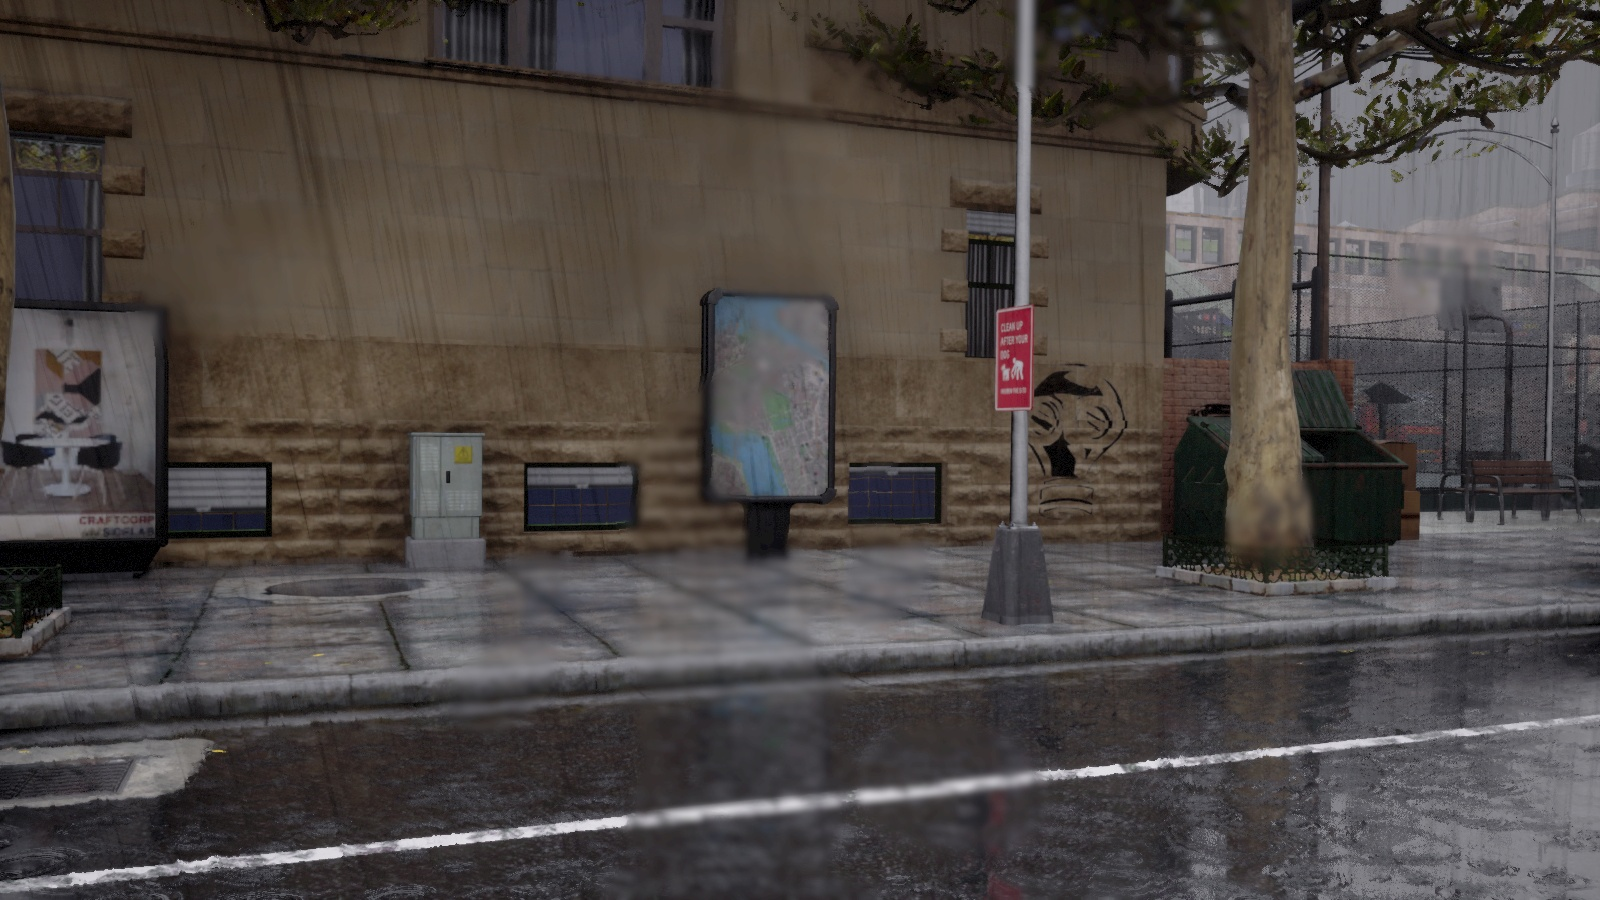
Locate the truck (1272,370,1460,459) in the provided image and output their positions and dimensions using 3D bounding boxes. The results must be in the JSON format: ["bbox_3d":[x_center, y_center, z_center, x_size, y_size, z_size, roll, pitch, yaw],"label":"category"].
[{"bbox_3d":[26.270,-1.609,58.895,2.891,3.827,8.468,-1,1,-21],"label":"truck"}]
